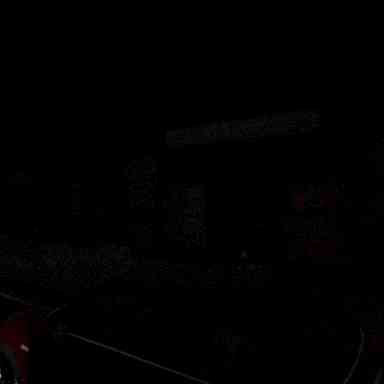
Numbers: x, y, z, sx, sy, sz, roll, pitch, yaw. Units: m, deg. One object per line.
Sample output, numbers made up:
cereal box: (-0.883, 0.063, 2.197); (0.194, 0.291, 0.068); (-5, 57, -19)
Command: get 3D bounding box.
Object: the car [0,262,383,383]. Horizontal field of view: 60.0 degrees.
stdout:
car: (-0.355, 1.461, 3.329); (4.097, 1.590, 1.967); (-1, 0, 35)
